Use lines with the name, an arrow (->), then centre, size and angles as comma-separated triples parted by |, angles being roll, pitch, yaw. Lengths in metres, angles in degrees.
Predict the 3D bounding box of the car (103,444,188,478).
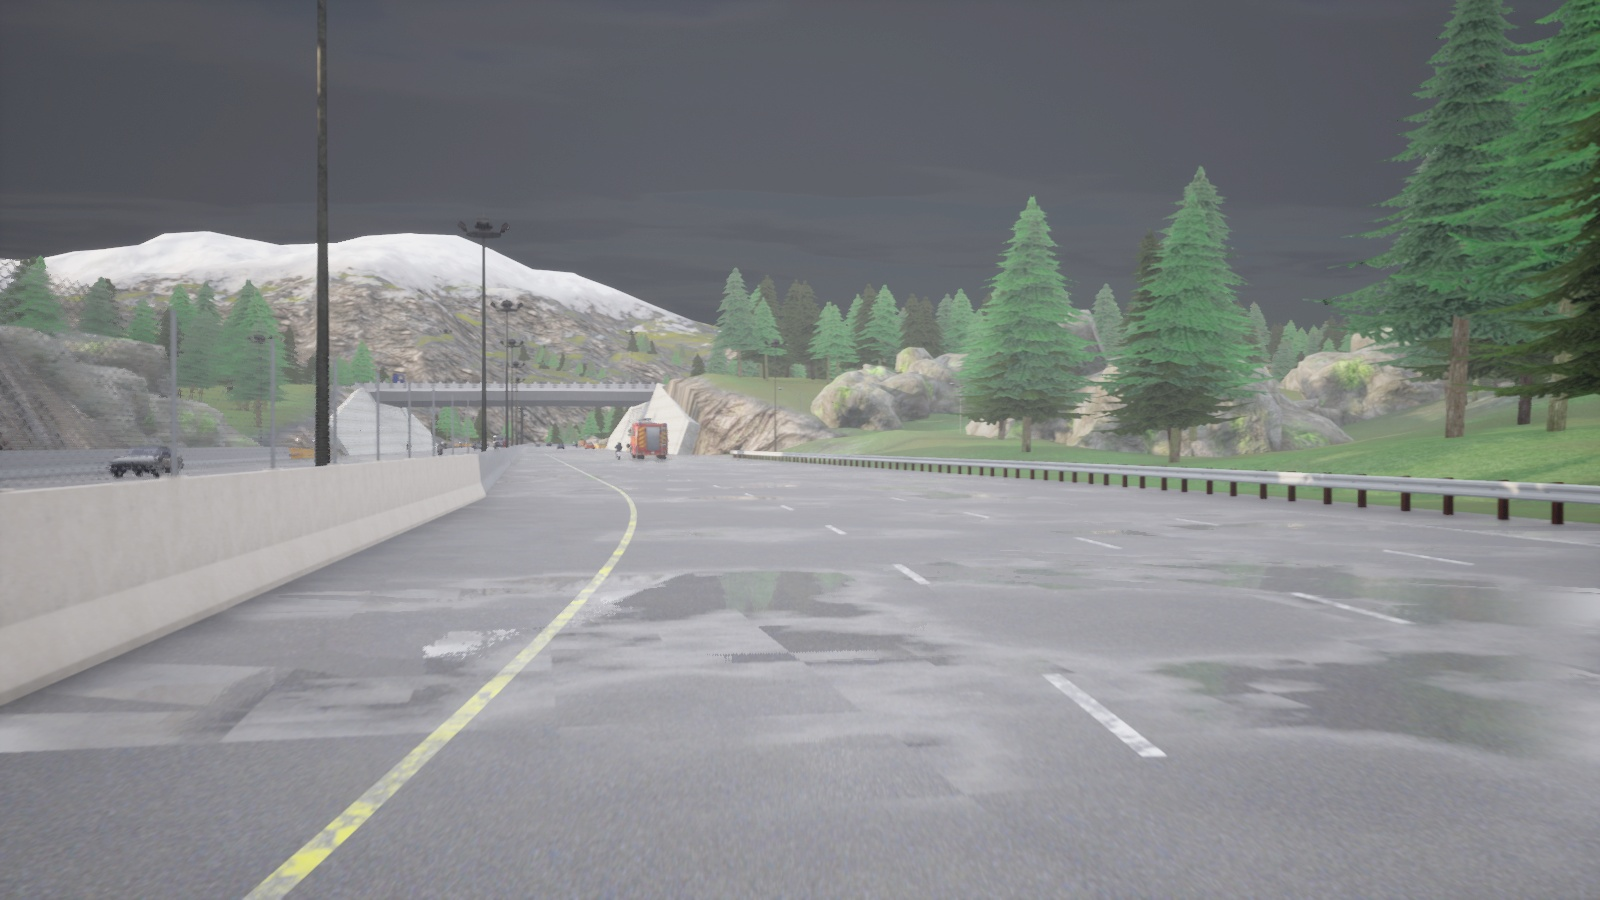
car -> -28.937, 0.458, 55.711 | 2.033, 1.411, 5.357 | 0, 0, -12
